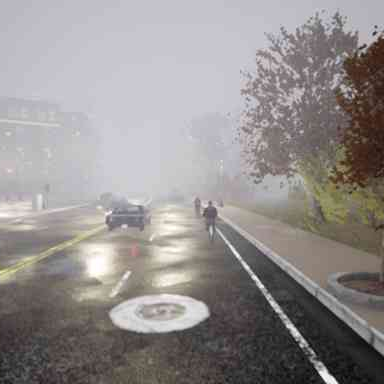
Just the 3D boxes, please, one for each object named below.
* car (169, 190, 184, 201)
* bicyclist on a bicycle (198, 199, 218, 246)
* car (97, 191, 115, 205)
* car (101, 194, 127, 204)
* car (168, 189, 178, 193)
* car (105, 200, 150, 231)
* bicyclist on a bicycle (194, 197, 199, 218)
[{"bbox_3d":[-2.504,0.854,58.957,1.994,1.385,4.181,0,0,-5],"label":"car"},{"bbox_3d":[0.730,1.211,13.476,0.659,1.776,1.843,0,1,-1],"label":"bicyclist on a bicycle"},{"bbox_3d":[-11.272,0.824,44.462,2.097,1.767,4.553,0,1,-4],"label":"car"},{"bbox_3d":[-7.475,1.167,33.684,1.994,1.385,4.181,0,1,-3],"label":"car"},{"bbox_3d":[-4.081,0.326,74.376,2.150,2.045,5.566,0,1,-7],"label":"car"},{"bbox_3d":[-3.448,1.378,18.891,1.895,1.301,4.718,0,1,-2],"label":"car"},{"bbox_3d":[0.414,1.163,24.519,0.582,1.620,1.656,0,0,-2],"label":"bicyclist on a bicycle"}]
